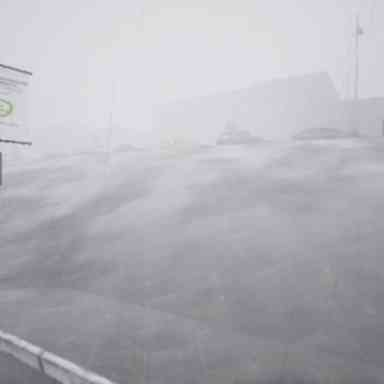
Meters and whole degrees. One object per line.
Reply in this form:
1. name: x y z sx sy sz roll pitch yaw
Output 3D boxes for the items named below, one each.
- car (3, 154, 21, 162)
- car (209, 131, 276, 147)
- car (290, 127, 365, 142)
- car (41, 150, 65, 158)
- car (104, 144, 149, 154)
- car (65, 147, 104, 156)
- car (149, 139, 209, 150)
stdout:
1. car: -23.756 -4.054 42.873 4.553 1.767 2.185 0 0 34
2. car: 3.983 -3.741 24.865 4.553 1.767 2.185 1 0 31
3. car: 8.979 -3.515 22.068 4.792 1.488 2.163 1 0 29
4. car: -14.708 -3.862 36.722 4.892 1.521 2.231 0 0 34
5. car: -5.489 -3.713 30.602 4.674 1.452 2.002 1 0 33
6. car: -10.139 -3.816 33.626 4.892 1.521 2.231 1 0 34
7. car: -0.774 -3.684 27.677 5.008 1.535 2.097 1 0 32
